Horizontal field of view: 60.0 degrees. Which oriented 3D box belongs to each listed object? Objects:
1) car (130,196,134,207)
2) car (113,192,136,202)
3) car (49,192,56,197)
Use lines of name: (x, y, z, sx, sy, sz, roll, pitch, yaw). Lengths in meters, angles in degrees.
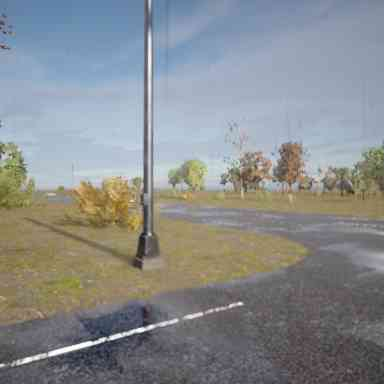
car: (-7.698, 1.136, 40.063, 1.882, 1.535, 5.008, -1, 1, -35)
car: (-11.840, 0.877, 58.126, 2.128, 1.511, 4.902, -1, 1, -35)
car: (-34.910, 0.636, 82.298, 1.895, 1.301, 4.718, -1, 1, -28)
